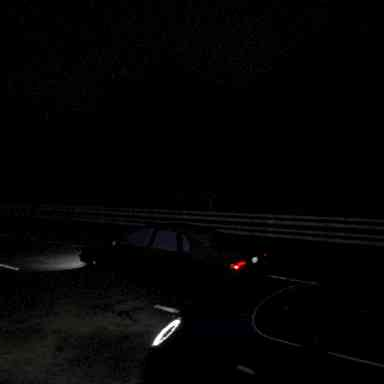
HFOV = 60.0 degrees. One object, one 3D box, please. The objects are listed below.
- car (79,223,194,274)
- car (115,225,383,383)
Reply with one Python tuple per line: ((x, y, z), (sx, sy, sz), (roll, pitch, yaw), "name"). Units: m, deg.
((-0.653, 1.537, 8.758), (5.357, 1.411, 2.033), (0, 0, 35), "car")
((1.743, 1.351, 2.748), (4.553, 1.767, 2.097), (0, 0, 35), "car")
